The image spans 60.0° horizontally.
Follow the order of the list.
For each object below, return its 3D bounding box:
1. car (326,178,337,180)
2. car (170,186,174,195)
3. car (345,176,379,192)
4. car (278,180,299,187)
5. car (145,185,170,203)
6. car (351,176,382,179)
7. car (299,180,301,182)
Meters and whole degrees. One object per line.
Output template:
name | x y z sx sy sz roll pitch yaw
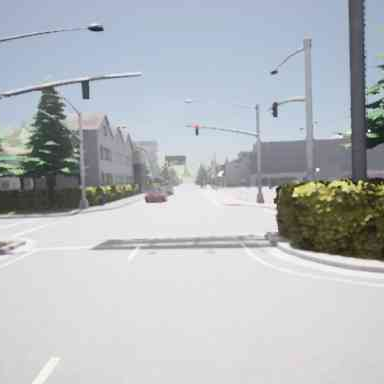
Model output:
car | 25.110 -1.753 60.884 2.152 1.636 5.027 -2 2 -1
car | -3.874 -0.233 52.494 1.837 1.490 4.892 -2 2 0
car | 22.109 -1.092 43.488 1.932 1.855 4.605 -2 2 -1
car | 15.101 -0.980 53.454 2.007 1.523 4.514 -2 2 -1
car | -3.814 0.198 35.694 2.097 1.767 4.553 -2 2 0
car | 18.887 -0.718 35.602 1.905 1.878 3.866 -2 2 -1
car | 18.702 -1.425 60.520 1.970 1.475 3.806 -2 2 -1
